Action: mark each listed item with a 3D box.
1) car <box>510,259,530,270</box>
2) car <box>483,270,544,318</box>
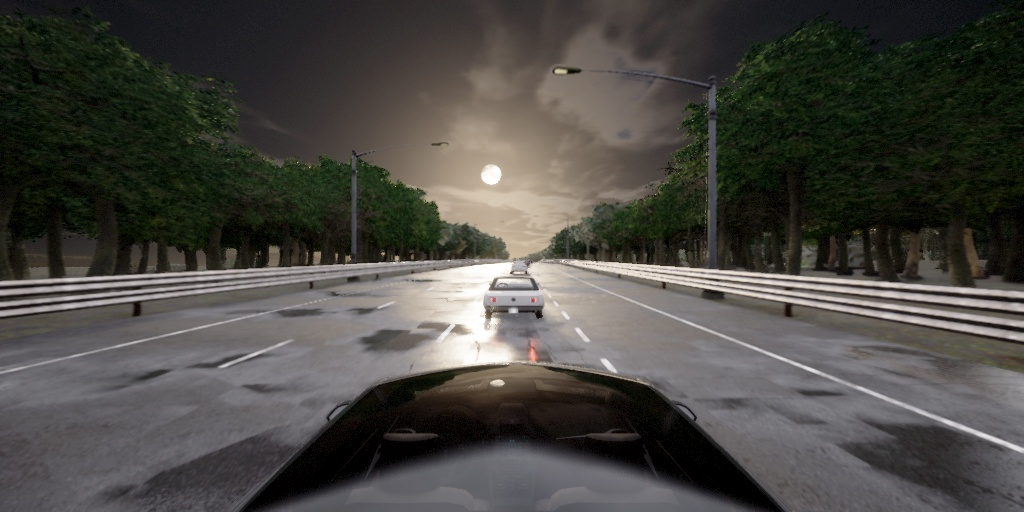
[{"bbox_3d":[0.864,1.320,42.132,1.812,1.442,4.674,0,0,2],"label":"car"},{"bbox_3d":[0.075,1.360,13.030,1.895,1.301,4.718,0,0,1],"label":"car"}]
